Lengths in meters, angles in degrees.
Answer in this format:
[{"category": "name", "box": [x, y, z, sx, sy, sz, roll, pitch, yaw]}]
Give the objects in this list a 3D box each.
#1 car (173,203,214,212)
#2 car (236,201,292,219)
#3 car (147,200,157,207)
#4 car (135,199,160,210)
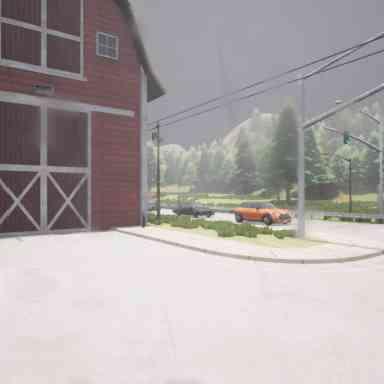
[{"category": "car", "box": [0.026, 1.770, 33.435, 2.033, 1.411, 5.357, 0, 0, -34]}, {"category": "car", "box": [5.404, 1.524, 25.577, 2.097, 1.767, 4.553, 0, 0, -34]}, {"category": "car", "box": [-5.594, 1.839, 41.650, 1.994, 1.385, 4.181, 0, 0, -35]}, {"category": "car", "box": [-6.640, 1.847, 49.556, 1.812, 1.442, 4.674, 0, 0, -34]}]
